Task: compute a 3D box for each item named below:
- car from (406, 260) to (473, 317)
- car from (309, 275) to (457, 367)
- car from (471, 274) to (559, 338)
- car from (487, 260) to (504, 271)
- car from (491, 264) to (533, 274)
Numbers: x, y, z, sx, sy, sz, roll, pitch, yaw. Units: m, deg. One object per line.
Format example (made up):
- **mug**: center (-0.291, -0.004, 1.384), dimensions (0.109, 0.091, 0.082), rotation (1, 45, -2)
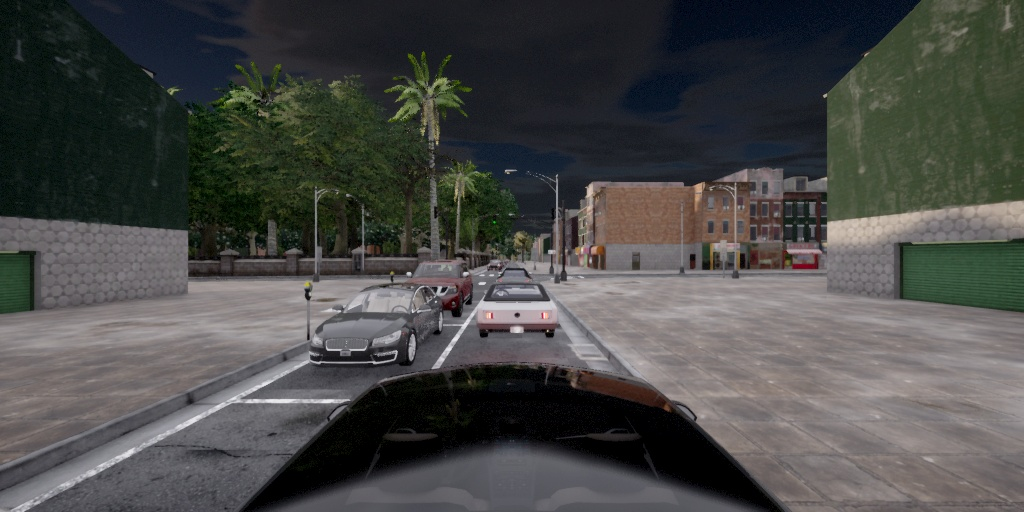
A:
- **car**: center (-2.605, 1.069, 13.305), dimensions (2.192, 1.841, 5.009), rotation (0, 0, 0)
- **car**: center (-2.621, 1.301, 7.842), dimensions (2.007, 1.370, 4.403), rotation (0, 0, 0)
- **car**: center (0.124, 1.353, 10.183), dimensions (1.895, 1.301, 4.718), rotation (0, 0, 0)
- **car**: center (-2.493, 1.295, 51.451), dimensions (1.967, 1.591, 4.097), rotation (0, 0, 0)
- **car**: center (0.159, 1.325, 19.361), dimensions (1.994, 1.385, 4.181), rotation (0, 0, 2)
